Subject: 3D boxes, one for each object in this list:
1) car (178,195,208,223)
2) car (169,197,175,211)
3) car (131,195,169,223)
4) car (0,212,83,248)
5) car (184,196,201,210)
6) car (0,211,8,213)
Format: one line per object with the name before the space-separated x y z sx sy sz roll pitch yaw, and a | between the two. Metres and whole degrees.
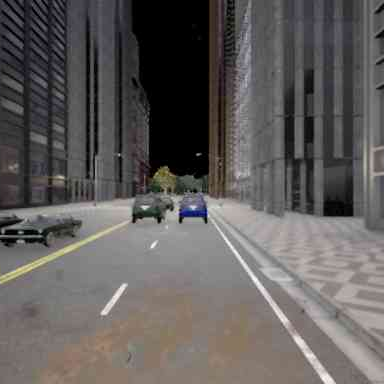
car | 0.093 1.242 26.006 2.150 2.045 5.566 0 0 0
car | -3.209 1.386 40.911 2.097 1.767 4.553 0 0 0
car | -3.251 1.242 25.735 2.150 2.045 5.566 0 0 0
car | -6.592 1.610 15.032 1.895 1.301 4.718 0 0 0
car | 0.084 1.389 43.479 2.097 1.767 4.553 0 0 0
car | -9.754 1.612 15.880 1.895 1.301 4.718 0 0 0
